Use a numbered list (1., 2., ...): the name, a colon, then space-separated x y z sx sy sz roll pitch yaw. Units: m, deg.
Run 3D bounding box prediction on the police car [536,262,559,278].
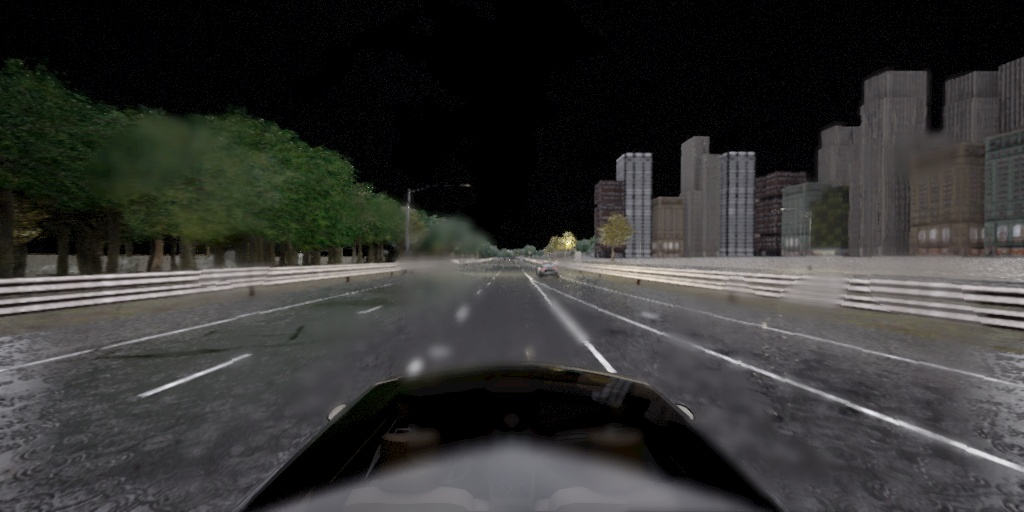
1. police car: 3.643 1.472 37.190 2.038 1.542 4.974 1 0 -1
